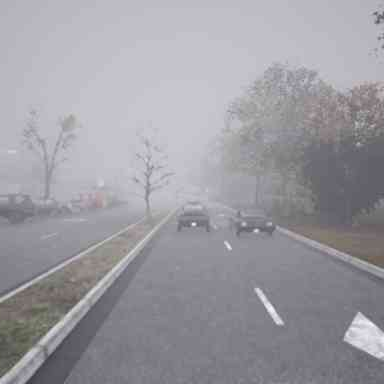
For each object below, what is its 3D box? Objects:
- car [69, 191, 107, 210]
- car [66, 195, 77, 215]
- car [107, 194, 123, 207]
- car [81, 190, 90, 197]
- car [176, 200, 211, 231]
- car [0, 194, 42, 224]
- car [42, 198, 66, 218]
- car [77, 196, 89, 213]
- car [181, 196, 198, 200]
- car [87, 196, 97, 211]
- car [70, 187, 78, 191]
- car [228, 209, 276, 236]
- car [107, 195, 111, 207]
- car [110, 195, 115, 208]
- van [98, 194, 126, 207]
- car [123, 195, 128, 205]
[{"bbox_3d":[-13.836,1.294,41.244,5.566,2.045,2.435,-1,0,-20],"label":"car"},{"bbox_3d":[-13.844,1.374,32.245,4.553,1.767,2.185,-1,0,-20],"label":"car"},{"bbox_3d":[-13.810,1.346,50.257,5.566,2.045,2.435,-1,0,-20],"label":"car"},{"bbox_3d":[-28.203,0.377,87.979,2.002,1.452,4.674,6,-3,-19],"label":"car"},{"bbox_3d":[0.094,1.481,20.280,1.837,1.490,4.892,0,0,0],"label":"car"},{"bbox_3d":[-13.841,1.220,23.233,5.566,2.045,2.435,-1,0,-20],"label":"car"},{"bbox_3d":[-13.783,1.361,29.259,4.553,1.767,2.185,-1,0,-20],"label":"car"},{"bbox_3d":[-13.817,1.514,35.255,4.892,1.521,2.231,-1,-1,-20],"label":"car"},{"bbox_3d":[0.090,1.528,38.209,2.128,1.511,4.902,0,0,0],"label":"car"},{"bbox_3d":[-13.834,1.557,38.239,4.792,1.488,2.163,-1,0,-20],"label":"car"},{"bbox_3d":[-31.197,-0.185,88.040,2.435,2.045,5.566,6,-3,-19],"label":"car"},{"bbox_3d":[3.094,1.575,18.166,1.895,1.301,4.718,0,0,0],"label":"car"},{"bbox_3d":[-13.976,1.561,44.192,5.366,1.575,1.946,-1,0,-20],"label":"car"},{"bbox_3d":[-13.788,1.619,47.259,4.674,1.452,2.002,-1,0,-20],"label":"car"},{"bbox_3d":[-13.624,1.405,56.330,4.442,1.987,1.878,-1,-1,-19],"label":"van"},{"bbox_3d":[-13.739,1.363,53.293,5.566,2.045,2.435,-1,-1,-20],"label":"car"}]
